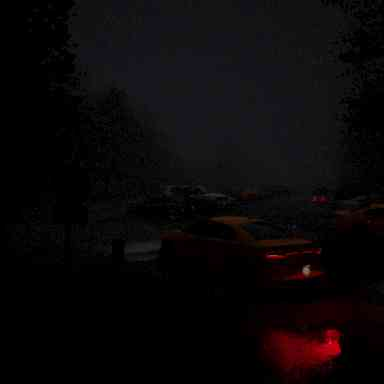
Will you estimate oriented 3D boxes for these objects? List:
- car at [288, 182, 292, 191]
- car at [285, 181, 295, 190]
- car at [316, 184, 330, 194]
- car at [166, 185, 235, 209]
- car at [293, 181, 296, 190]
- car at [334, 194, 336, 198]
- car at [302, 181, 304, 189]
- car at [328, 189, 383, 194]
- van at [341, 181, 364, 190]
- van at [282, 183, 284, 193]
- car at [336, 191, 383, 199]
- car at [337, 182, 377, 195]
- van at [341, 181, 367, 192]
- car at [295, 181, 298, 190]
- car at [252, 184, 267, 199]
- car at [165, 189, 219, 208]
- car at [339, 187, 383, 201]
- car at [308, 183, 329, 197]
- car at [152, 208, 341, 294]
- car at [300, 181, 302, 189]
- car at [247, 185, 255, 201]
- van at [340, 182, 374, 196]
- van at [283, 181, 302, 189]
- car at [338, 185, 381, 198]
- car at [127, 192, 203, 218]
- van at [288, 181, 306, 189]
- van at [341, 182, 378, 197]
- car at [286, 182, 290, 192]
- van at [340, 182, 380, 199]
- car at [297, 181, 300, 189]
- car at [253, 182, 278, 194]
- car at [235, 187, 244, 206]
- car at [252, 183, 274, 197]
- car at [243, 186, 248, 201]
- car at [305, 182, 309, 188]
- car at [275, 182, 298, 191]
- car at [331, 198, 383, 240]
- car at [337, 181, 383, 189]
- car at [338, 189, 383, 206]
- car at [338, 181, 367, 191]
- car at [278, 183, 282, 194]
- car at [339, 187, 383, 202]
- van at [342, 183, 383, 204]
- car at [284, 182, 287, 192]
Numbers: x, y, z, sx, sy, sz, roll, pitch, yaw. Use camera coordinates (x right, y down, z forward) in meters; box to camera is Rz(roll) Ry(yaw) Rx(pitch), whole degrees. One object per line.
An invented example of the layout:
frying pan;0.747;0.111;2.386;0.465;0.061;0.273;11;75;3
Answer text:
car;14.966;-0.629;60.114;4.792;1.488;2.163;1;2;24
car;15.960;-0.759;62.709;5.366;1.575;1.946;1;2;24
car;22.457;-0.534;56.855;1.882;1.535;5.008;1;2;24
car;0.255;0.478;27.186;5.566;2.045;2.435;1;3;24
car;17.270;-0.846;65.161;4.892;1.521;2.231;1;2;24
car;11.000;1.086;19.339;4.792;1.488;2.163;1;3;24
car;22.939;-1.321;77.823;5.008;1.535;2.097;1;2;24
car;13.124;0.814;24.451;5.366;1.575;1.946;1;3;24
van;36.116;-1.430;74.937;4.442;1.987;1.878;1;2;24
van;11.692;-0.598;52.451;4.442;1.987;1.878;1;2;24
car;9.972;1.045;16.895;4.553;1.767;2.185;1;3;24
car;25.731;-0.603;52.146;5.566;2.045;2.435;1;2;24
van;31.582;-1.052;64.833;4.442;1.987;1.878;1;2;24
car;18.395;-0.941;67.698;4.892;1.521;2.231;1;2;24
car;5.790;0.127;40.047;5.366;1.575;1.946;1;3;24
car;-0.901;0.848;24.677;5.008;1.535;2.097;1;3;24
car;20.117;0.159;39.508;4.792;1.488;2.163;1;2;24
car;18.244;-0.169;47.467;2.128;1.511;4.902;1;2;24
car;0.934;1.364;8.580;1.882;1.535;5.008;2;-1;-31
car;21.780;-1.352;75.298;4.553;1.767;2.185;1;2;24
car;3.469;0.367;34.876;5.366;1.575;1.946;1;3;24
van;24.517;-0.485;49.658;4.442;1.987;1.878;1;2;24
van;25.110;-1.737;82.923;4.442;1.987;1.878;1;2;24
car;22.361;-0.069;44.565;5.008;1.535;2.097;1;2;24
car;-2.068;0.995;22.162;4.792;1.488;2.163;1;3;24
van;28.511;-1.947;90.505;4.442;1.987;1.878;1;1;24
van;23.596;-0.387;47.037;4.442;1.987;1.878;1;2;24
car;13.830;-0.534;57.583;4.792;1.488;2.163;1;2;24
van;21.118;-0.198;42.063;4.442;1.987;1.878;1;2;24
car;19.367;-1.043;70.303;5.366;1.575;1.946;1;2;24
car;9.343;-0.308;47.429;4.553;1.767;2.185;1;2;24
car;1.535;0.610;29.664;5.366;1.575;1.946;1;3;24
car;7.214;0.025;42.314;5.366;1.575;1.946;1;3;24
car;2.508;0.493;32.268;4.892;1.521;2.231;1;3;24
car;26.378;-1.855;85.394;5.566;2.045;2.435;1;2;24
car;20.644;-1.257;72.766;4.553;1.767;2.185;1;2;24
car;8.805;1.288;14.390;5.008;1.535;2.097;1;3;24
car;15.585;0.332;29.401;5.566;2.045;2.435;1;3;24
car;16.667;0.493;31.961;4.792;1.488;2.163;1;3;24
car;34.850;-1.363;72.469;5.566;2.045;2.435;1;2;24
car;10.476;-0.250;49.964;4.792;1.488;2.163;1;2;24
car;19.037;0.260;37.102;4.792;1.488;2.163;1;3;24
van;17.983;0.119;34.528;4.442;1.987;1.878;1;3;24
car;12.694;-0.440;55.052;4.792;1.488;2.163;1;2;24
